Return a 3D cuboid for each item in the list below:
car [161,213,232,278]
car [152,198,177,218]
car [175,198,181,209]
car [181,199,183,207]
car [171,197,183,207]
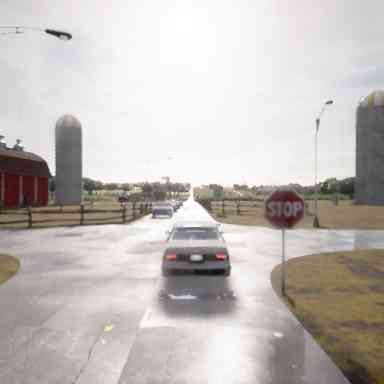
[{"bbox_3d":[0.099,1.594,10.279,2.033,1.411,5.357,0,0,0],"label":"car"},{"bbox_3d":[-2.856,1.703,33.298,1.882,1.535,5.008,0,0,0],"label":"car"},{"bbox_3d":[-2.852,1.799,42.788,2.128,1.511,4.902,0,-1,0],"label":"car"},{"bbox_3d":[-2.838,1.913,52.935,2.128,1.511,4.902,0,-1,0],"label":"car"},{"bbox_3d":[-2.770,1.943,64.293,2.097,1.767,4.553,0,-1,0],"label":"car"}]
